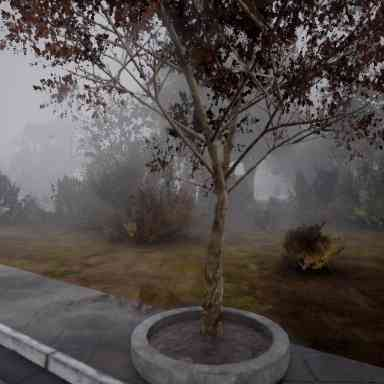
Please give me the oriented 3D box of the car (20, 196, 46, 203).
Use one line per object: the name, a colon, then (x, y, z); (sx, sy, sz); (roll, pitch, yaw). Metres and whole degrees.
car: (-21.915, 1.174, 44.502); (1.837, 1.490, 4.892); (1, 0, 33)
